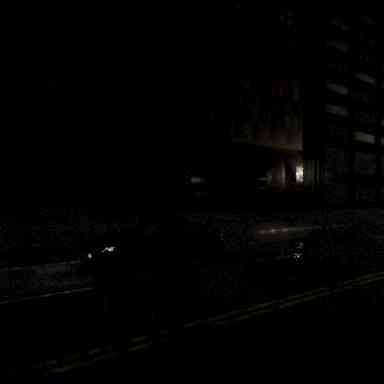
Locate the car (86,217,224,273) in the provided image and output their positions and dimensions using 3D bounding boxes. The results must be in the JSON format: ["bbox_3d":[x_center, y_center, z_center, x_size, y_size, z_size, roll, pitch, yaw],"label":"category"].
[{"bbox_3d":[-1.035,1.578,10.926,4.674,1.442,1.812,1,0,-35],"label":"car"}]
